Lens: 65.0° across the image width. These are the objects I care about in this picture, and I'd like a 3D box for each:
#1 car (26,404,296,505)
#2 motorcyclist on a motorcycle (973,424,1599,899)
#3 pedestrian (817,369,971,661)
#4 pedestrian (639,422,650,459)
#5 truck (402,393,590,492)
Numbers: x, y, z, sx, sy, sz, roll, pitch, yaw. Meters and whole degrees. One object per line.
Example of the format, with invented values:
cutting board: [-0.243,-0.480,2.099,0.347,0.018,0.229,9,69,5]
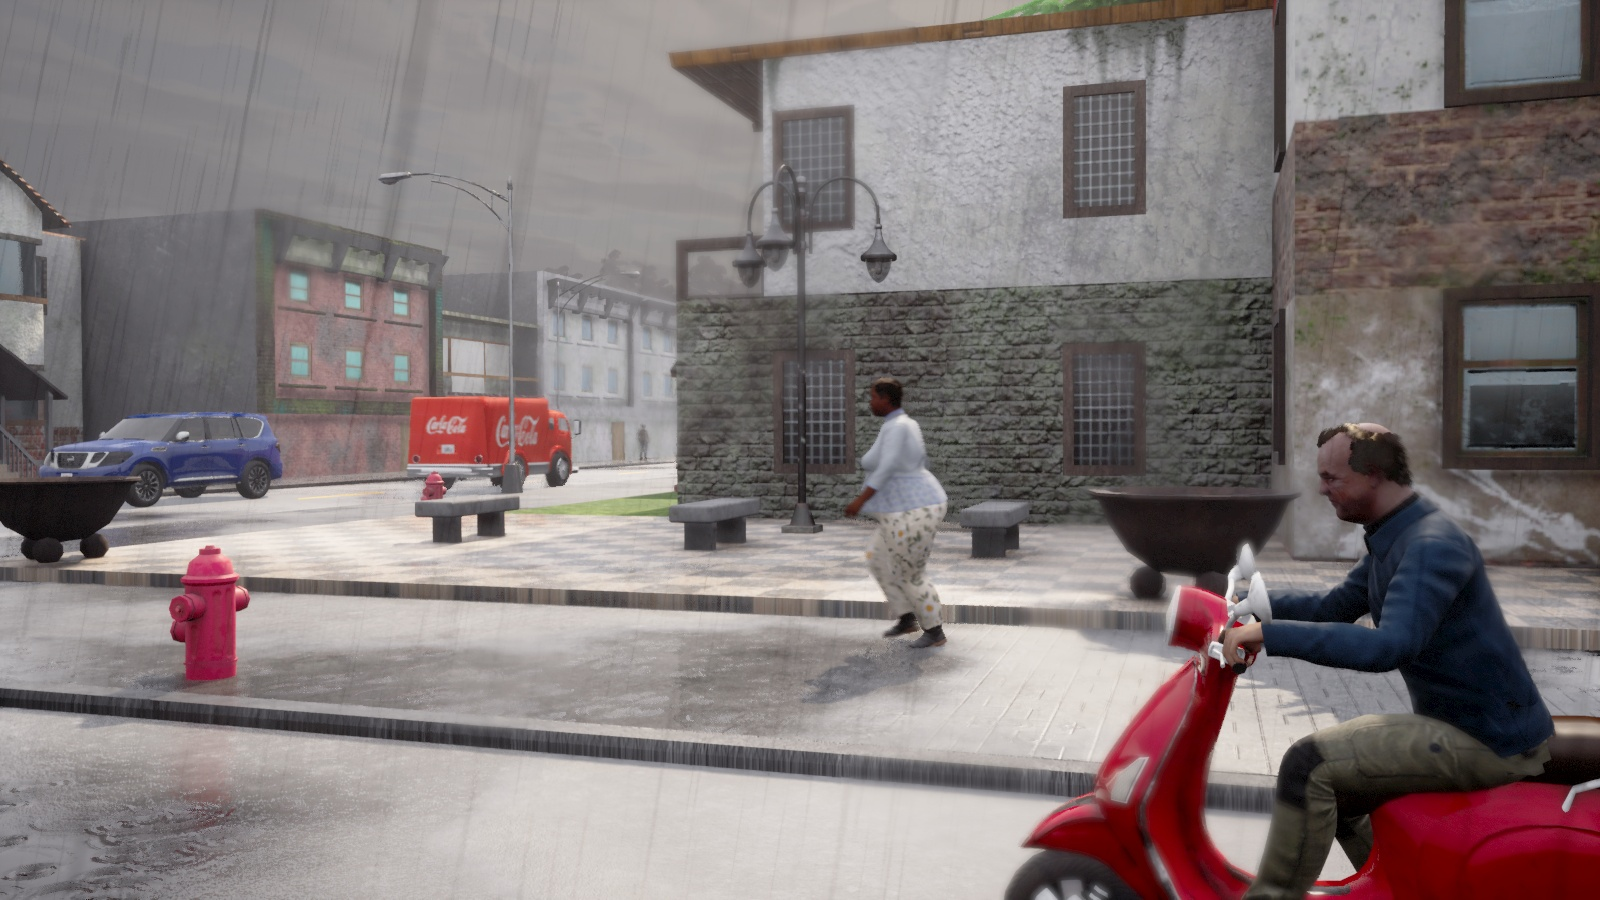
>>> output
car: [-14.159,0.039,28.316,2.150,2.045,5.566,0,1,17]
motorcyclist on a motorcycle: [1.426,0.734,3.228,1.817,1.590,0.866,1,1,18]
pedestrian: [0.656,0.403,8.494,0.900,1.855,0.874,0,1,13]
pedestrian: [-7.693,-0.487,62.108,0.328,1.805,0.869,0,1,8]
truck: [-8.087,-0.236,34.069,2.627,2.467,5.204,1,1,18]
